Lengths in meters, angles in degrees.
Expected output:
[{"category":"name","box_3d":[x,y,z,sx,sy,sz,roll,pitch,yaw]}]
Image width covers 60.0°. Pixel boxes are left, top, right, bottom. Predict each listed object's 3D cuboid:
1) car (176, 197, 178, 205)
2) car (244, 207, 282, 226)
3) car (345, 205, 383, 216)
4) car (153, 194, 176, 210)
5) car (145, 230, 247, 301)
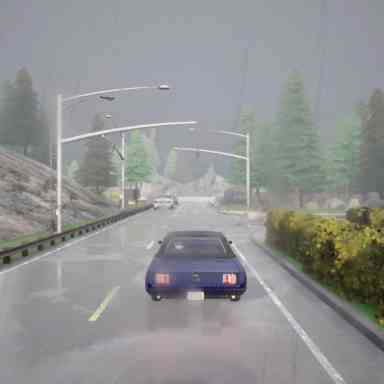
[{"category":"car","box_3d":[-3.515,1.350,58.006,2.097,1.767,4.553,0,0,0]},{"category":"car","box_3d":[6.199,1.732,23.884,4.718,1.301,1.895,2,0,0]},{"category":"car","box_3d":[15.491,1.763,27.836,4.718,1.301,1.895,0,0,0]},{"category":"car","box_3d":[-3.597,1.222,42.693,2.150,2.045,5.566,0,0,0]},{"category":"car","box_3d":[0.081,1.601,8.263,1.895,1.301,4.718,0,0,0]}]
